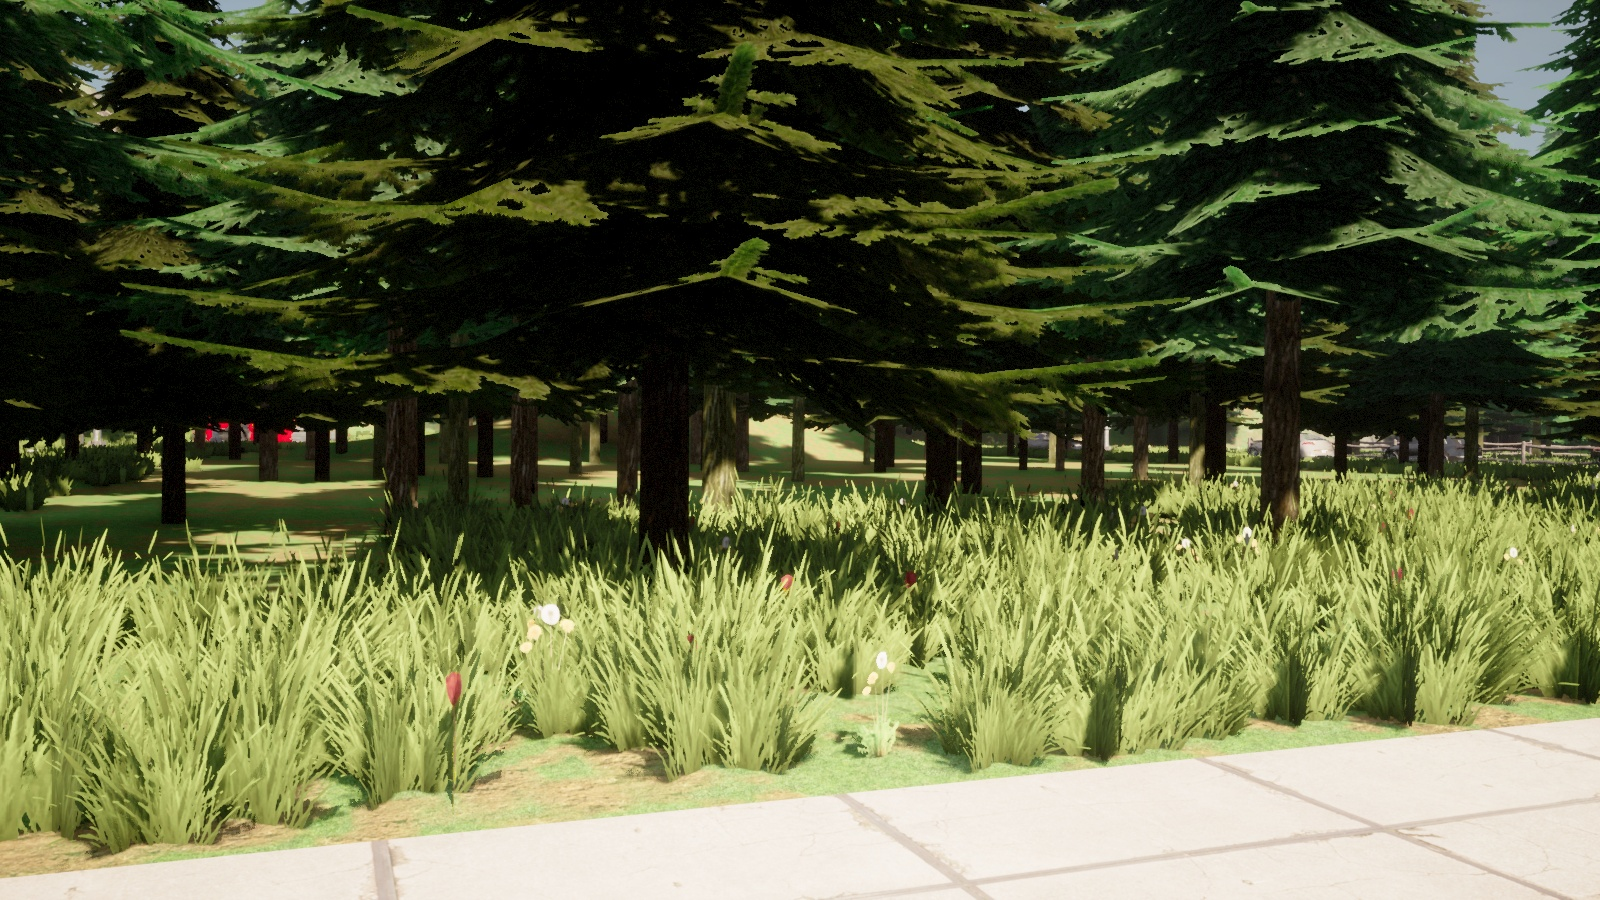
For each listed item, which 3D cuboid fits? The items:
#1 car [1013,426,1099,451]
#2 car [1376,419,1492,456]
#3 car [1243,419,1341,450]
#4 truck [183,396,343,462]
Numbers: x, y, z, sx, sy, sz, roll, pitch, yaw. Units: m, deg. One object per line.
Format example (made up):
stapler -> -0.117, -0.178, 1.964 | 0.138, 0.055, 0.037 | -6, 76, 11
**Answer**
car -> 16.057, -0.726, 78.996 | 4.902, 1.511, 2.128 | 0, 1, 42
car -> 29.944, -0.590, 59.509 | 2.033, 1.649, 4.856 | -1, 1, -20
car -> 26.747, -0.852, 68.436 | 2.152, 1.651, 5.027 | -1, 1, -20
truck -> -32.918, -1.295, 77.253 | 8.468, 3.827, 2.891 | -2, 1, -44
